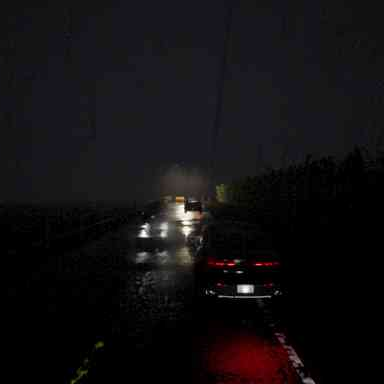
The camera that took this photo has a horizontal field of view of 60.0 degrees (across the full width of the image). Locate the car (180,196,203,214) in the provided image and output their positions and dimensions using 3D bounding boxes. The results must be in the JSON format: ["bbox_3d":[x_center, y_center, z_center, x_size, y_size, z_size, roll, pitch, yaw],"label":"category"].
[{"bbox_3d":[0.117,1.491,35.613,2.128,1.511,4.902,0,0,0],"label":"car"}]

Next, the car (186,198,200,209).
[{"bbox_3d":[0.127,1.526,45.787,1.812,1.442,4.674,0,0,0],"label":"car"}]

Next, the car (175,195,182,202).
[{"bbox_3d":[-2.662,1.483,73.614,1.882,1.535,5.008,0,0,0],"label":"car"}]

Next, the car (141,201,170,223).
[{"bbox_3d":[-2.720,1.504,25.613,1.837,1.490,4.892,0,0,0],"label":"car"}]

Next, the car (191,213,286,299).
[{"bbox_3d":[0.973,1.505,8.444,1.837,1.490,4.892,0,0,0],"label":"car"}]
